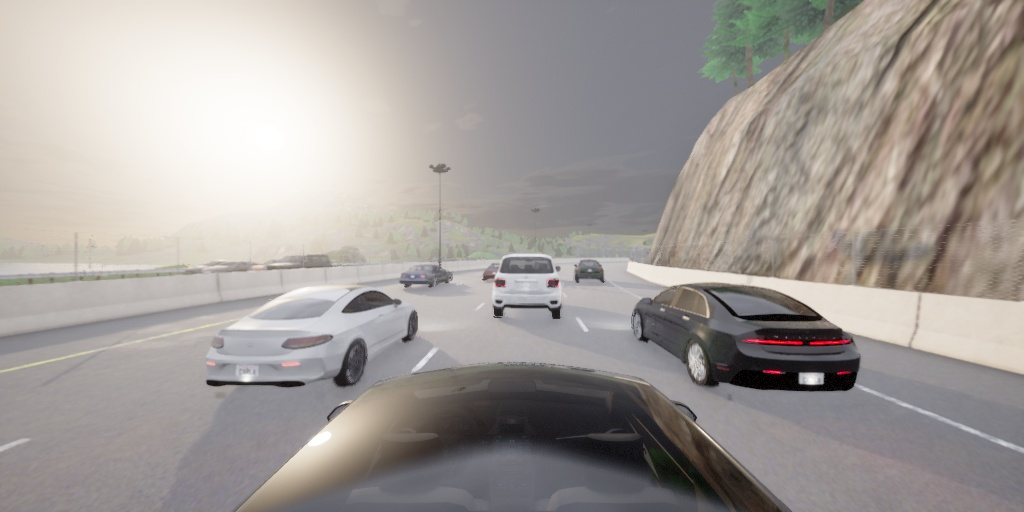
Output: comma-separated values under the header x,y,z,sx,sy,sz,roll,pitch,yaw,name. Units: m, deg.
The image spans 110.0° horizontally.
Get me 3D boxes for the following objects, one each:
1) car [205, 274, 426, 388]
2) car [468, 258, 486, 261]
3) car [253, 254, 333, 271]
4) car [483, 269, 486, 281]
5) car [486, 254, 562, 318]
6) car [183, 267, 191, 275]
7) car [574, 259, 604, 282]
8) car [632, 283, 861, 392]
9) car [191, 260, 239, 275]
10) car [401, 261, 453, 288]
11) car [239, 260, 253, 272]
x,y,z,sx,sy,sz,roll,pitch,yaw,name
-3.228,1.255,6.771,1.812,1.442,4.674,0,0,2,car
-5.892,1.094,65.173,1.812,1.442,4.674,0,0,21,car
-15.716,0.874,26.576,2.150,2.045,5.566,0,0,8,car
-0.991,1.240,28.872,1.994,1.385,4.181,0,0,9,car
0.597,0.943,13.056,2.150,2.045,5.566,0,0,4,car
-25.611,1.121,31.225,1.837,1.490,4.892,0,0,9,car
5.956,1.045,27.975,2.097,1.767,4.553,0,0,9,car
3.780,1.250,6.843,1.837,1.490,4.892,0,0,2,car
-22.405,1.120,29.070,2.128,1.511,4.902,0,0,9,car
-5.414,1.229,23.169,2.033,1.411,5.357,0,0,7,car
-18.885,0.989,28.935,2.097,1.767,4.553,0,0,9,car
